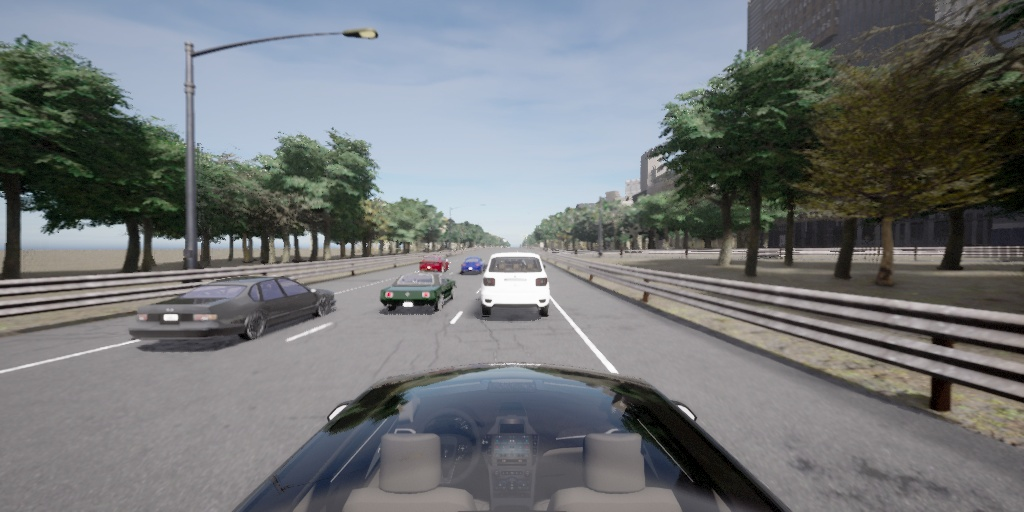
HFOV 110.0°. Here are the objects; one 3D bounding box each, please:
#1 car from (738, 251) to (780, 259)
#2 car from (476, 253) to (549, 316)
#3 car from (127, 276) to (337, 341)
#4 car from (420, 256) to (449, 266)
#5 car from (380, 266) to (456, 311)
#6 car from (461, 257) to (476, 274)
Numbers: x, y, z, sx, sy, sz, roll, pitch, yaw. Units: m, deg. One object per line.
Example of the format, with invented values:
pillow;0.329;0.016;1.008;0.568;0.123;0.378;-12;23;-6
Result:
car;32.074;-0.351;46.664;1.812;1.442;4.674;-1;1;-41
car;0.101;0.901;13.173;2.150;2.045;5.566;0;1;0
car;-6.898;1.263;9.759;2.033;1.411;5.357;0;1;0
car;-6.894;0.711;32.234;1.882;1.535;5.008;0;2;0
car;-3.398;1.270;13.975;1.895;1.301;4.718;0;1;0
car;-3.396;0.774;31.754;1.812;1.442;4.674;0;2;0
